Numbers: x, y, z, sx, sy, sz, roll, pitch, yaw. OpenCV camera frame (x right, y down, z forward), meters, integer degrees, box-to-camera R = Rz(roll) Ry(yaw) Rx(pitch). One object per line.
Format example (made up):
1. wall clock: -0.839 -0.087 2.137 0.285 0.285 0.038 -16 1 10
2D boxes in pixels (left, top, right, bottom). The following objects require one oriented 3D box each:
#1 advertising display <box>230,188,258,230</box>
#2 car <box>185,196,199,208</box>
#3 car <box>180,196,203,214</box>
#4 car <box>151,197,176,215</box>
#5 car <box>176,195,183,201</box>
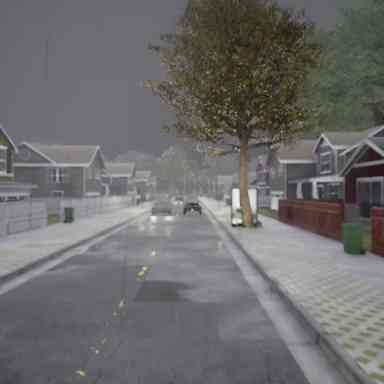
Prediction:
1. advertising display: 3.018 0.966 19.288 1.540 2.440 0.280 0 0 0
2. car: 0.030 1.386 46.425 1.837 1.490 4.892 0 1 0
3. car: 0.050 1.412 33.602 1.837 1.490 4.892 0 0 1
4. car: -2.843 1.415 32.179 1.837 1.490 4.892 0 0 0
5. car: -2.746 1.360 73.873 1.895 1.301 4.718 0 0 0
